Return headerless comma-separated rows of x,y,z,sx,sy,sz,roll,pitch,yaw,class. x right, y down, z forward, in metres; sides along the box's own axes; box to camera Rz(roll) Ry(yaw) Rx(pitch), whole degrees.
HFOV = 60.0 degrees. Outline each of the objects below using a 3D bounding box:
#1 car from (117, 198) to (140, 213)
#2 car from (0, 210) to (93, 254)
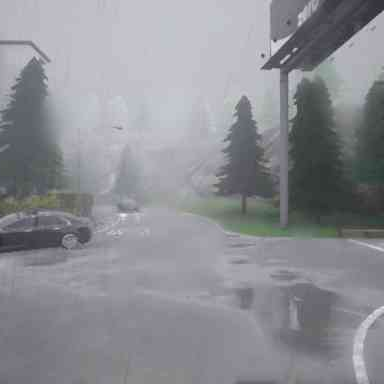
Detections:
-7.184,1.506,37.277,1.837,1.490,4.892,1,0,-22,car
-6.315,1.502,12.719,4.892,1.490,1.837,0,6,-34,car
